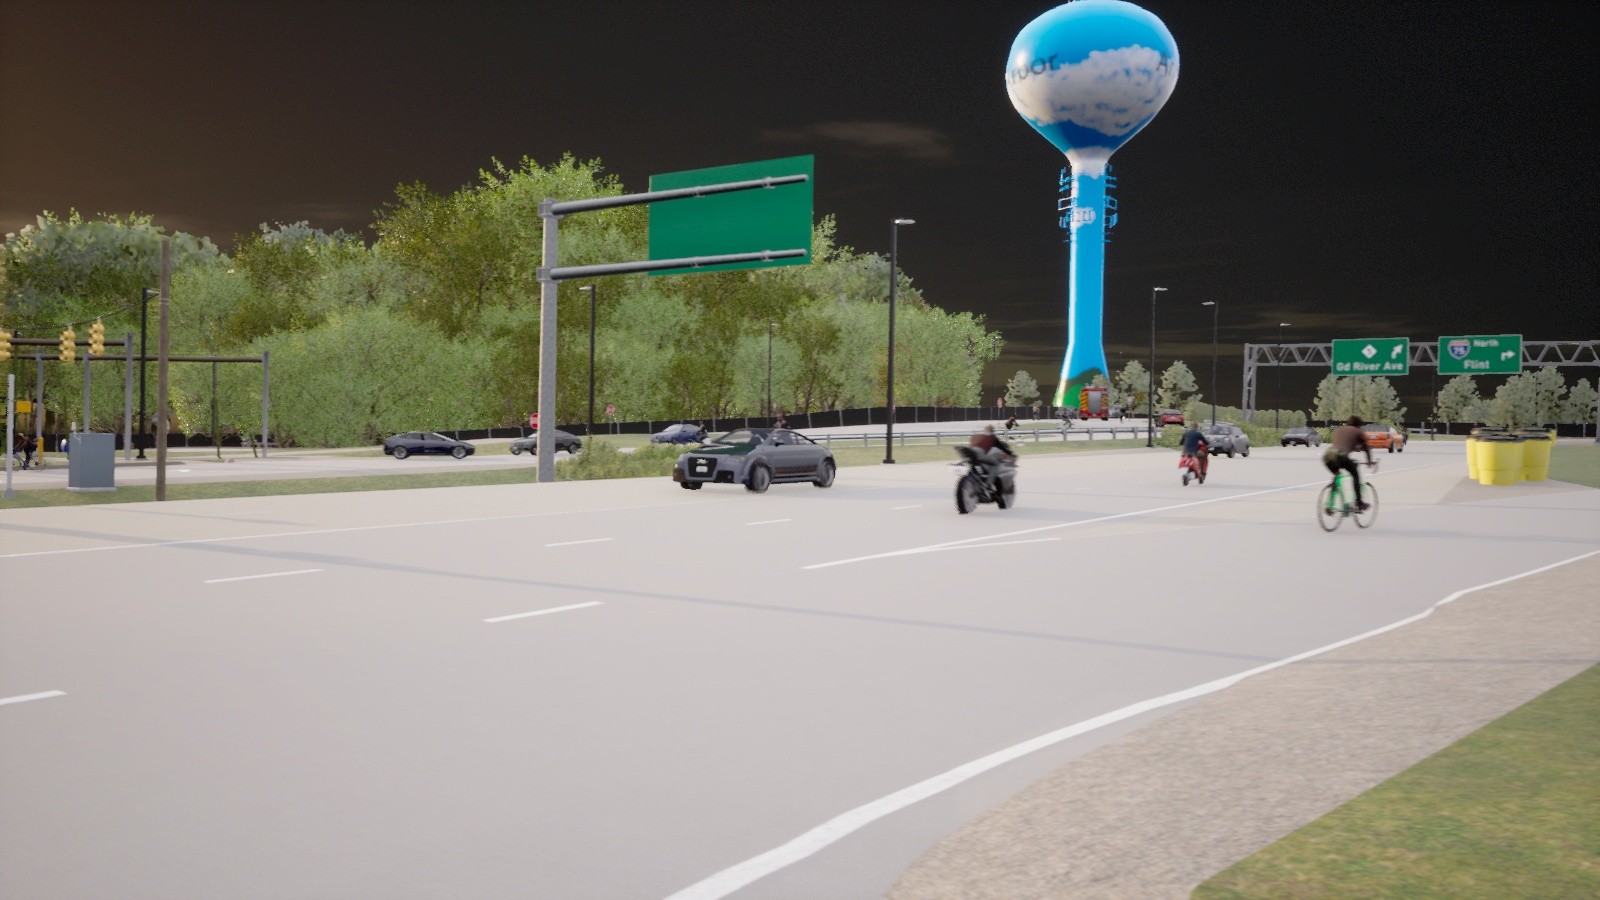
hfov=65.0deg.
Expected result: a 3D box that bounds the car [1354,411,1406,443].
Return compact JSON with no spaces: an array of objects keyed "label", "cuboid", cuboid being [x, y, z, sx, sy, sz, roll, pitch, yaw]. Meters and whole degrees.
[{"label":"car","cuboid":[33.992,-1.364,73.564,2.097,1.767,4.553,0,2,34]}]

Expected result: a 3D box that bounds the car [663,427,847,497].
[{"label":"car","cuboid":[-0.917,0.210,27.892,1.994,1.385,4.181,0,2,34]}]

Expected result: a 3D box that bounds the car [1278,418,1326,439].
[{"label":"car","cuboid":[35.071,-1.529,87.718,2.033,1.411,5.357,0,2,34]}]

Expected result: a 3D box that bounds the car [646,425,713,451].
[{"label":"car","cuboid":[-7.982,-0.827,83.424,1.812,1.442,4.674,0,4,34]}]

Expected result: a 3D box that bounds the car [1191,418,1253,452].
[{"label":"car","cuboid":[19.727,-0.727,58.610,1.845,1.501,3.633,0,2,34]}]

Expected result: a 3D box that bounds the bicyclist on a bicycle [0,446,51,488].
[{"label":"bicyclist on a bicycle","cuboid":[-31.510,0.682,51.054,0.582,1.620,1.656,0,2,33]}]

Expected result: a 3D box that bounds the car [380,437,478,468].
[{"label":"car","cuboid":[-19.877,0.098,67.488,4.792,1.488,2.163,-1,2,-10]}]

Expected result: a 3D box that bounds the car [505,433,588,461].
[{"label":"car","cuboid":[-14.761,-0.180,73.265,1.812,1.442,4.674,0,3,37]}]

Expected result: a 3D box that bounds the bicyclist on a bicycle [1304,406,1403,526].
[{"label":"bicyclist on a bicycle","cuboid":[7.770,0.198,17.611,1.656,1.620,0.582,-2,1,-39]}]

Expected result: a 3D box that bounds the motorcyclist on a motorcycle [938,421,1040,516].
[{"label":"motorcyclist on a motorcycle","cuboid":[3.277,0.284,21.581,0.866,1.530,2.191,0,2,34]}]

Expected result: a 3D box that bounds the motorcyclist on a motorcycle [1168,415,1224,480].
[{"label":"motorcyclist on a motorcycle","cuboid":[9.937,-0.082,31.492,0.866,1.590,1.817,0,2,34]}]
